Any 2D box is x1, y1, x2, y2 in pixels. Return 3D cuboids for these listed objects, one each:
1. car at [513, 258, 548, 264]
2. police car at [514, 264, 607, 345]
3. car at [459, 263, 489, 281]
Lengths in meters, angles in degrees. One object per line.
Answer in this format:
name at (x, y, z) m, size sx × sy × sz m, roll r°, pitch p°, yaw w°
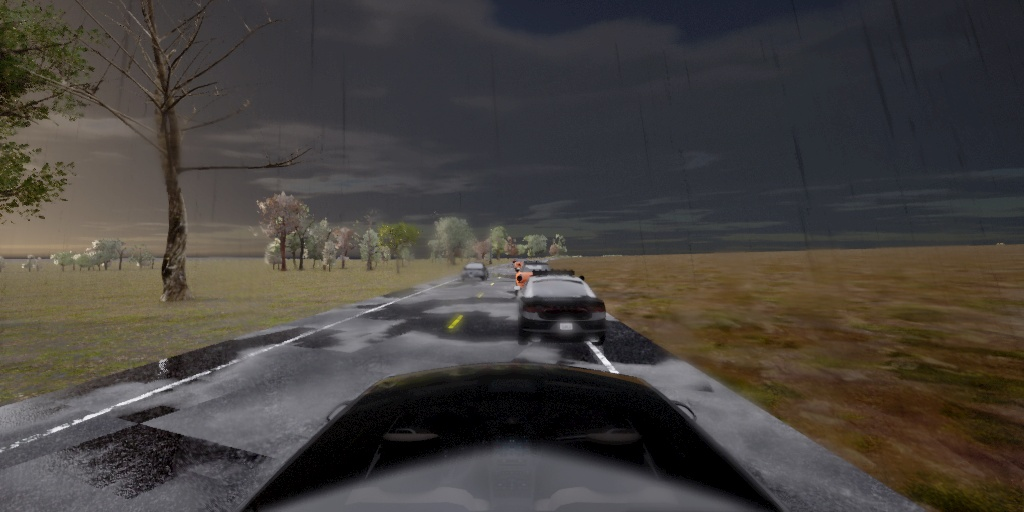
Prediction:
car at (1.244, 1.101, 19.434) m, size 2.097 × 1.767 × 4.553 m, roll 0°, pitch 0°, yaw 1°
police car at (1.088, 1.175, 9.609) m, size 1.930 × 1.638 × 5.238 m, roll 0°, pitch 0°, yaw 1°
car at (-2.989, 1.275, 29.686) m, size 1.812 × 1.442 × 4.674 m, roll 0°, pitch 0°, yaw 2°
